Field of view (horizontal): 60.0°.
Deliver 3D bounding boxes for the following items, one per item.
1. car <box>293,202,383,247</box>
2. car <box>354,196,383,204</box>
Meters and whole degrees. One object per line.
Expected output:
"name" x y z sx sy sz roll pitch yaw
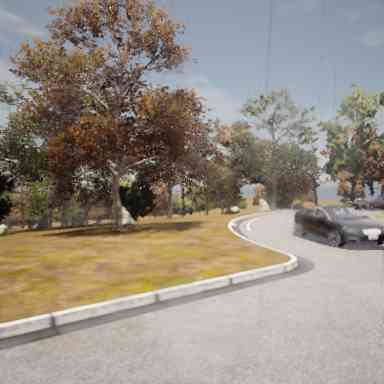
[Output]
"car" 6.034 1.318 14.138 2.128 1.511 4.902 -1 0 -8
"car" 18.219 1.096 32.856 5.357 1.411 2.033 -1 0 -13
